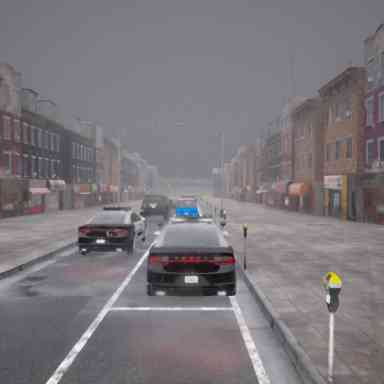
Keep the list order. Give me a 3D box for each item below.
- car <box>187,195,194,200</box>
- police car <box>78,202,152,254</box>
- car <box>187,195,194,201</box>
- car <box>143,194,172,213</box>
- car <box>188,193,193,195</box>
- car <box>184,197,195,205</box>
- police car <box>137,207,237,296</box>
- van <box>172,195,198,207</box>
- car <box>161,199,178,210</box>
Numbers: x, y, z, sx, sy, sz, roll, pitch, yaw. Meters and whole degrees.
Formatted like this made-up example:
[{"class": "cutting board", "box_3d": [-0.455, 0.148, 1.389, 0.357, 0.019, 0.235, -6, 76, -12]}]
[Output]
[{"class": "car", "box_3d": [-0.397, 1.541, 91.932, 1.947, 1.339, 4.313, -1, 0, 0]}, {"class": "police car", "box_3d": [-3.018, 1.419, 13.573, 1.930, 1.638, 5.238, 0, 0, 0]}, {"class": "car", "box_3d": [-0.398, 1.542, 86.399, 1.947, 1.339, 4.313, -1, 0, 0]}, {"class": "car", "box_3d": [-2.929, 1.211, 27.854, 2.150, 2.045, 5.566, 0, 0, 0]}, {"class": "car", "box_3d": [-0.404, 1.302, 36.607, 2.192, 1.841, 5.009, -1, 0, 0]}, {"class": "car", "box_3d": [-0.397, 1.562, 58.737, 1.802, 1.307, 4.206, -1, 0, 0]}, {"class": "police car", "box_3d": [-0.012, 1.421, 8.762, 1.930, 1.638, 5.238, 0, 0, 0]}, {"class": "van", "box_3d": [-0.403, 1.332, 25.542, 1.690, 1.788, 3.998, -1, 0, 0]}, {"class": "car", "box_3d": [-2.927, 1.585, 44.569, 1.895, 1.301, 4.718, 0, 0, 0]}]
